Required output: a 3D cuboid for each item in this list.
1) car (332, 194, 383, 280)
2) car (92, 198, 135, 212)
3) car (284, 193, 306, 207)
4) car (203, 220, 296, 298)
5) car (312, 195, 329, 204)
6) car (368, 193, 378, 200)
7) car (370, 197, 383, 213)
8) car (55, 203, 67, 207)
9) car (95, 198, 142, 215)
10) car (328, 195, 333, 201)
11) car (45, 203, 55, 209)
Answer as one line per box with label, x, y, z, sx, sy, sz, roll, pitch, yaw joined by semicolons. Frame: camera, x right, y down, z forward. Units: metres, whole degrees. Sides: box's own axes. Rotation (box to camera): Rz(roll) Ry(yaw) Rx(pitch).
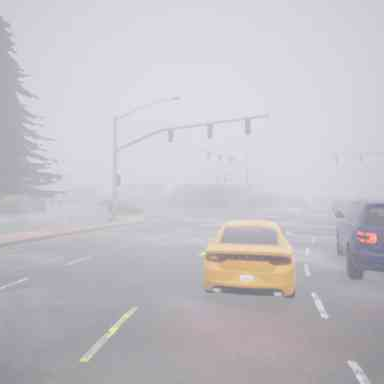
car;5.518;1.191;9.629;2.150;2.045;5.566;0;0;19
car;-9.087;1.440;38.390;4.892;1.490;1.837;0;0;32
car;14.834;1.343;47.245;2.128;1.511;4.902;0;0;32
car;1.549;1.450;8.621;1.882;1.535;5.008;0;0;12
car;23.154;1.335;60.560;1.812;1.442;4.674;0;0;32
car;43.253;1.078;79.627;1.837;1.490;4.892;0;0;32
car;20.761;1.368;36.520;1.882;1.535;5.008;0;0;32
car;-18.881;1.269;44.569;4.553;1.767;2.097;0;0;32
car;-7.164;1.455;33.028;4.892;1.490;1.837;1;1;34
car;16.522;1.415;36.316;1.837;1.490;4.892;0;1;32
car;-19.315;1.455;40.701;4.674;1.442;1.812;1;1;32
